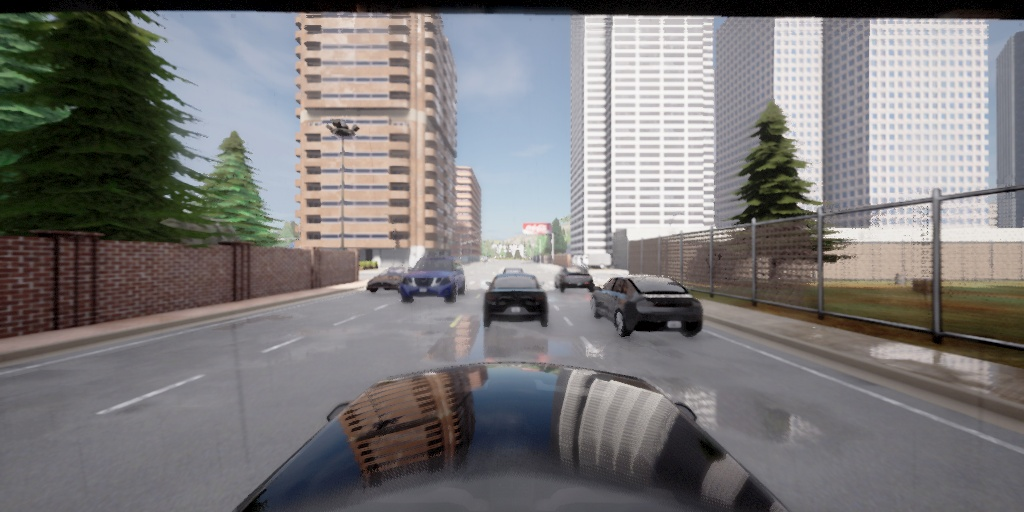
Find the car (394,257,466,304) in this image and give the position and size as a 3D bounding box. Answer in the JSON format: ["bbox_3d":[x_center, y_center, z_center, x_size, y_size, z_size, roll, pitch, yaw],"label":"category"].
[{"bbox_3d":[-3.539,1.044,17.123,2.150,2.045,5.566,0,-1,0],"label":"car"}]

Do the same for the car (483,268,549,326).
[{"bbox_3d":[0.106,1.275,11.946,1.882,1.535,5.008,0,0,0],"label":"car"}]

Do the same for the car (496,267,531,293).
[{"bbox_3d":[0.097,1.408,22.118,1.994,1.385,4.181,0,0,0],"label":"car"}]

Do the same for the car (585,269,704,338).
[{"bbox_3d":[3.610,1.295,10.398,1.837,1.490,4.892,0,0,0],"label":"car"}]

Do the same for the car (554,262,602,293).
[{"bbox_3d":[3.631,1.333,21.618,2.128,1.511,4.902,0,0,1],"label":"car"}]

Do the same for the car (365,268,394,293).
[{"bbox_3d":[-6.993,1.410,21.817,2.033,1.411,5.357,0,0,0],"label":"car"}]
